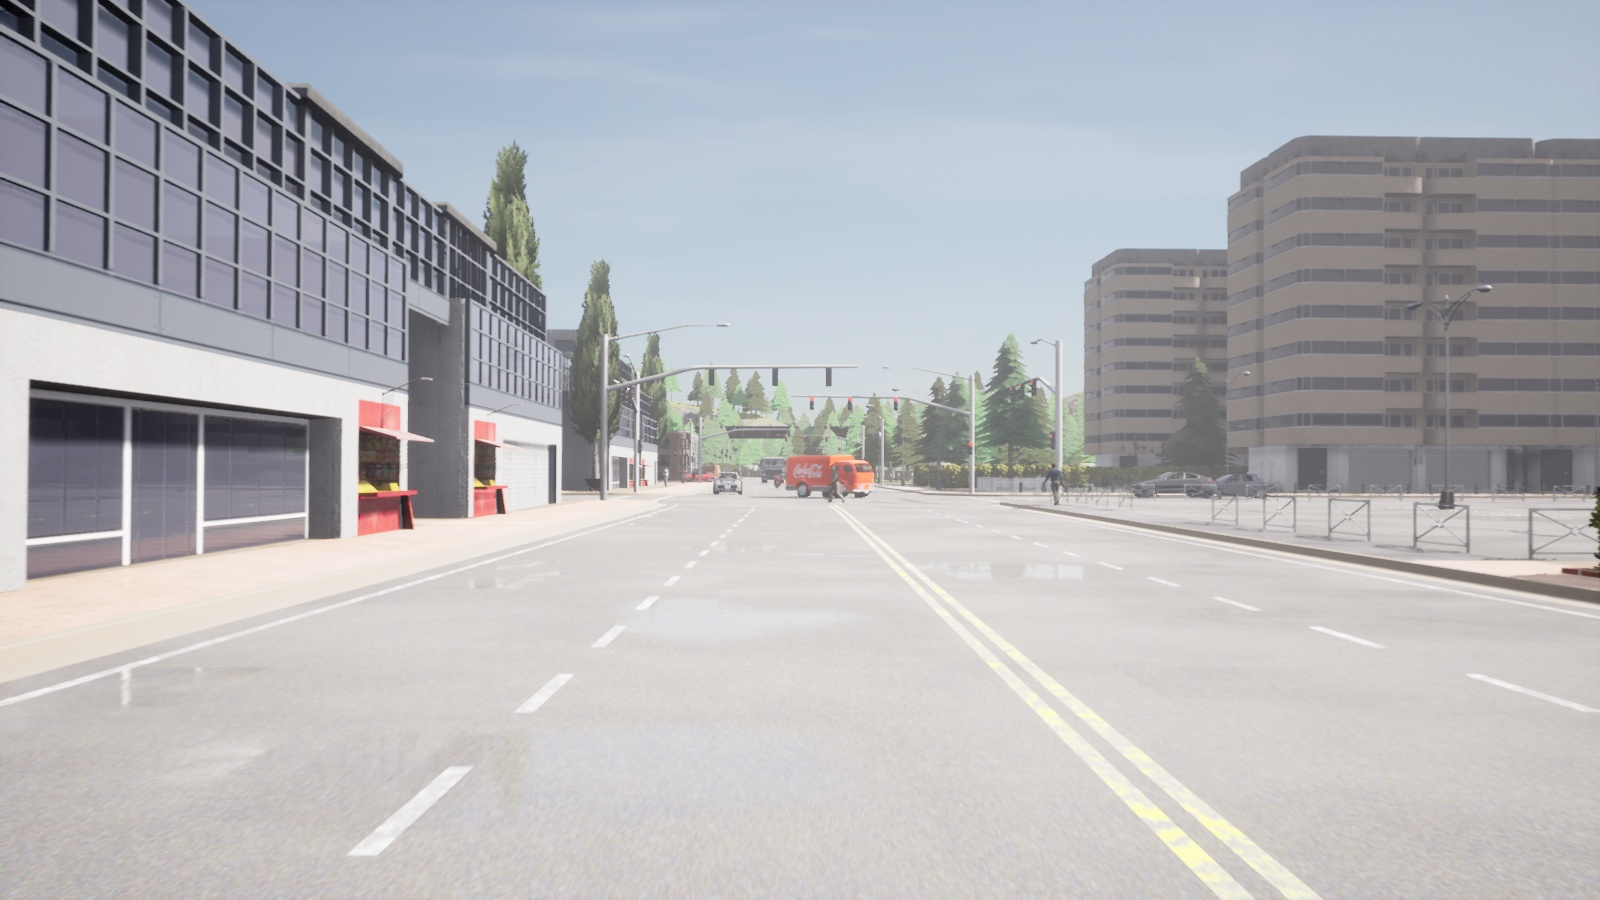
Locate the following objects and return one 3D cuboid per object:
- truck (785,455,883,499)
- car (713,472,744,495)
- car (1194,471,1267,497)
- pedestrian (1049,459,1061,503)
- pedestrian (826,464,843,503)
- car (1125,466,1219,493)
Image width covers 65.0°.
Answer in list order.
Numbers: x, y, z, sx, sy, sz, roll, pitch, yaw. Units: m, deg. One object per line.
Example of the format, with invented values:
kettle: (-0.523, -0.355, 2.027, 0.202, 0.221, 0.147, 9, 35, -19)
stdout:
truck: (1.926, 1.540, 73.057, 5.204, 2.467, 2.627, -1, 0, 42)
car: (-4.678, 2.179, 82.474, 1.970, 1.475, 3.806, 0, -1, -2)
car: (25.138, 1.956, 73.372, 3.633, 1.501, 1.845, 0, -1, -2)
pedestrian: (10.800, 1.321, 53.220, 0.370, 1.835, 0.726, 0, -1, 1)
pedestrian: (1.633, 1.581, 59.396, 0.694, 1.848, 0.540, 0, -1, -8)
car: (22.715, 1.788, 76.800, 5.027, 1.651, 2.152, 0, -1, -2)
